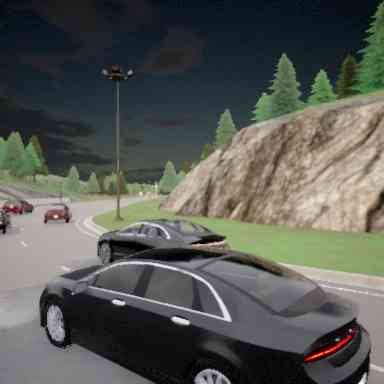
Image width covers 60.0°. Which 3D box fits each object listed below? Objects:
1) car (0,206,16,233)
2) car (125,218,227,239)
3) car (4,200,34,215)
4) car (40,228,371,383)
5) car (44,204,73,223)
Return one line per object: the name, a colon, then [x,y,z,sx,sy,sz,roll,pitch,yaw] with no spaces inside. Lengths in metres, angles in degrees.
car: [-12.140,1.765,20.262,1.895,1.301,4.718,0,0,-25]
car: [-1.064,1.558,10.116,2.128,1.511,4.902,0,0,-45]
car: [-19.738,1.650,38.005,2.097,1.767,4.553,0,0,-7]
car: [-0.291,1.536,4.637,4.892,1.490,1.837,0,0,39]
car: [-11.081,1.732,27.679,1.812,1.442,4.674,0,0,-16]
